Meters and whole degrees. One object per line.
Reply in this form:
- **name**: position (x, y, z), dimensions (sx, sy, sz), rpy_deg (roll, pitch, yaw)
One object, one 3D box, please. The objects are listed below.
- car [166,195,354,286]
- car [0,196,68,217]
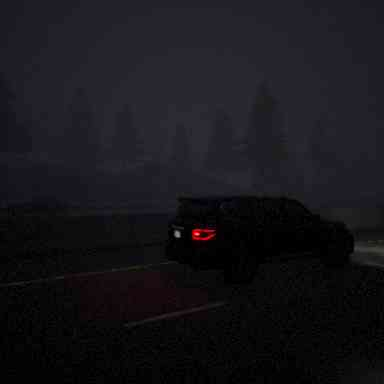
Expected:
- **car**: position (2.005, 1.097, 9.224), dimensions (5.566, 2.045, 2.150), rpy_deg (0, 0, -29)
- **car**: position (-11.911, 1.035, 25.362), dimensions (4.674, 1.442, 1.812), rpy_deg (0, 1, -33)
